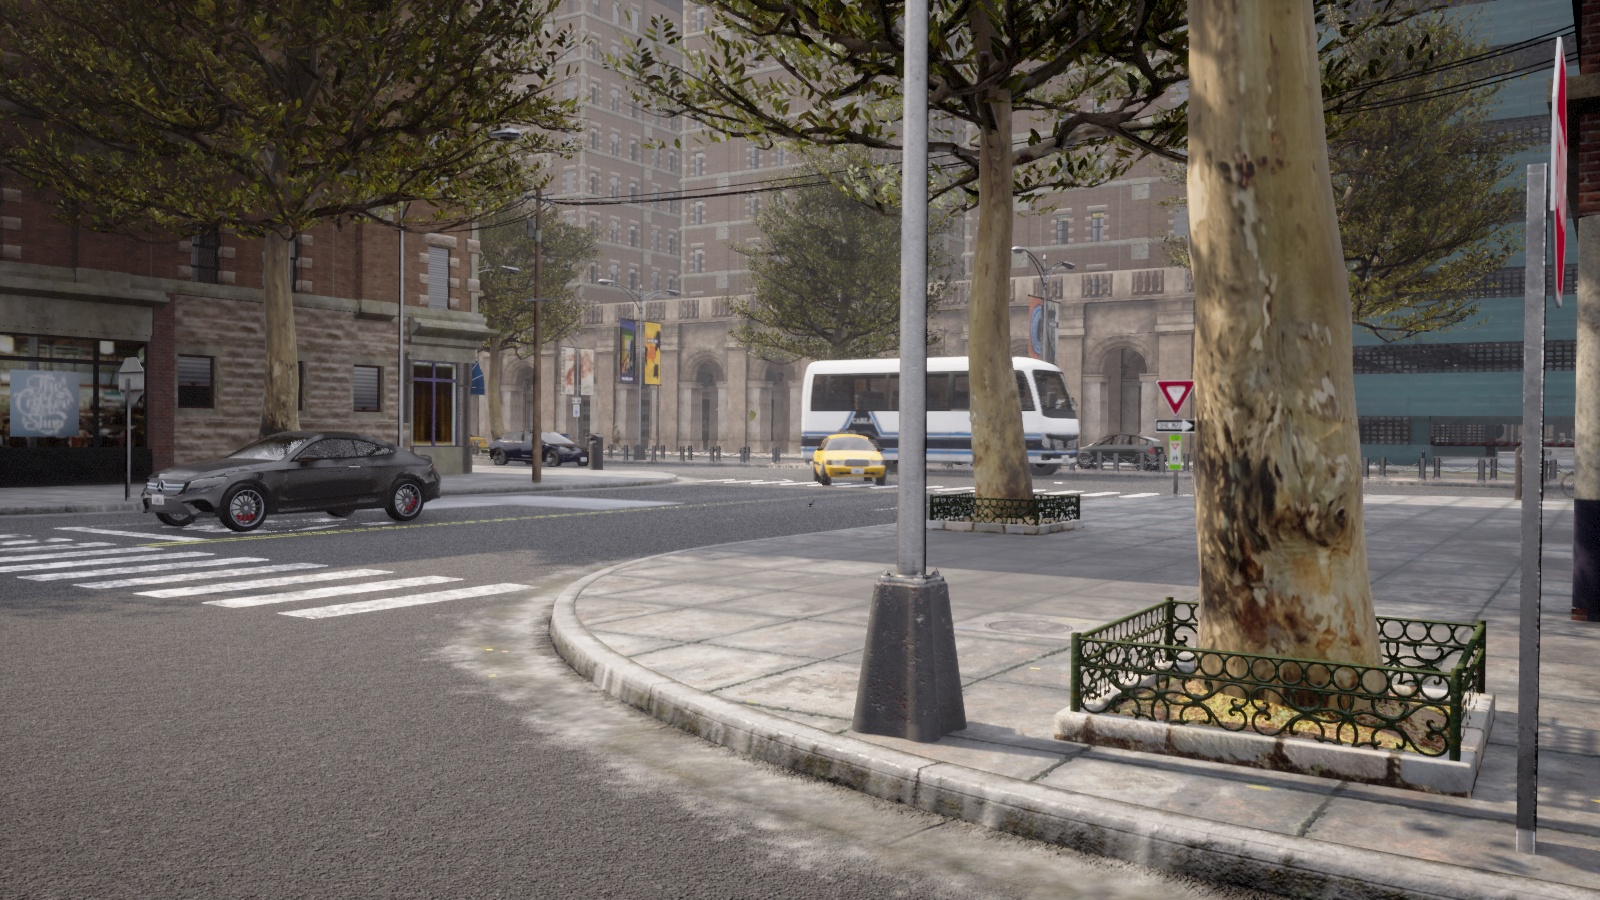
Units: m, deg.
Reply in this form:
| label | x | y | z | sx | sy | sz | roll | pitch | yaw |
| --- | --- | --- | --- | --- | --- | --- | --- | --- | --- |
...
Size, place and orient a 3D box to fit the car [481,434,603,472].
| label | x | y | z | sx | sy | sz | roll | pitch | yaw |
| --- | --- | --- | --- | --- | --- | --- | --- | --- | --- |
| car | -10.657 | 0.120 | 51.855 | 4.792 | 1.488 | 2.163 | 0 | 1 | 33 |

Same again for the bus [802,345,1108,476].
| label | x | y | z | sx | sy | sz | roll | pitch | yaw |
| --- | --- | --- | --- | --- | --- | --- | --- | --- | --- |
| bus | 5.470 | -1.315 | 45.416 | 10.273 | 4.253 | 3.944 | 0 | 1 | 33 |

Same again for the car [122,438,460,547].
| label | x | y | z | sx | sy | sz | roll | pitch | yaw |
| --- | --- | --- | --- | --- | --- | --- | --- | --- | --- |
| car | -7.719 | 0.560 | 19.535 | 1.812 | 1.442 | 4.674 | 0 | 1 | 33 |

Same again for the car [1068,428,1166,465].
| label | x | y | z | sx | sy | sz | roll | pitch | yaw |
| --- | --- | --- | --- | --- | --- | --- | --- | --- | --- |
| car | 13.588 | -0.148 | 53.867 | 3.705 | 1.549 | 1.789 | 0 | 1 | 33 |

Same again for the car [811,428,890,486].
| label | x | y | z | sx | sy | sz | roll | pitch | yaw |
| --- | --- | --- | --- | --- | --- | --- | --- | --- | --- |
| car | 1.397 | 0.154 | 36.929 | 1.801 | 1.575 | 5.366 | -1 | 1 | -3 |
